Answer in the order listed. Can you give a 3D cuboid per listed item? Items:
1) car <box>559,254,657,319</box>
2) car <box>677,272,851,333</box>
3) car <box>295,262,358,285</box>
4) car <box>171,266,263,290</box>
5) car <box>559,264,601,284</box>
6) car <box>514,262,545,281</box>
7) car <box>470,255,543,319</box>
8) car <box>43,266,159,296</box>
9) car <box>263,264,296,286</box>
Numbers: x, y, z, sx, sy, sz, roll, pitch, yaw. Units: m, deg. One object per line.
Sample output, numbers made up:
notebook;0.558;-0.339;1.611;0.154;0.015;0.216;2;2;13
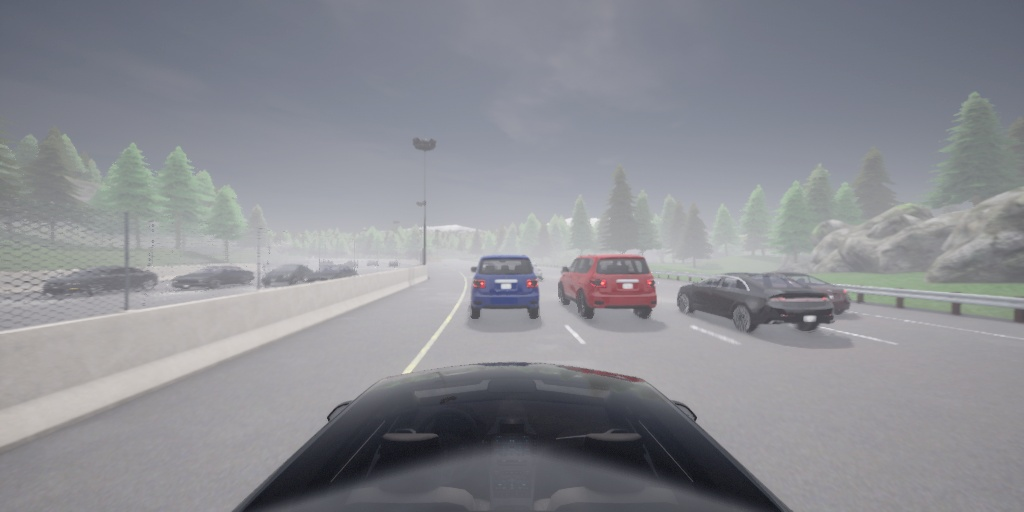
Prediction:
car;3.186;0.964;13.012;2.150;2.045;5.566;0;0;-3
car;6.783;1.229;10.696;2.128;1.511;4.902;0;0;-2
car;-11.963;1.318;24.000;2.033;1.411;5.357;0;0;-6
car;-18.914;1.332;23.135;2.033;1.411;5.357;0;0;-7
car;5.252;1.337;28.230;1.895;1.301;4.718;0;0;-7
car;1.368;1.269;30.683;1.812;1.442;4.674;0;0;-8
car;-0.327;0.971;13.060;2.150;2.045;5.566;0;0;-3
car;-22.115;1.298;19.608;1.837;1.490;4.892;0;-1;-5
car;-15.755;1.303;25.568;1.812;1.442;4.674;0;0;-7
